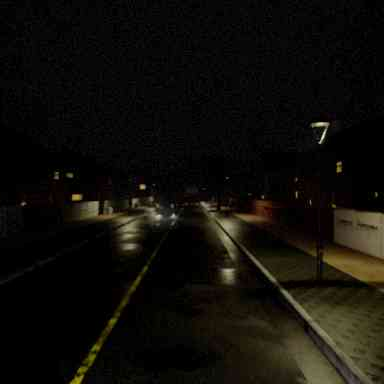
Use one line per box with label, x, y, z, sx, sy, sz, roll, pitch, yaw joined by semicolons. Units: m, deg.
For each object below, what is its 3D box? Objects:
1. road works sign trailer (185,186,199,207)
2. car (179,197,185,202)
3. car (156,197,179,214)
road works sign trailer;-0.016;0.749;57.562;2.380;3.560;2.880;0;0;0
car;-2.773;1.853;79.254;1.882;1.535;5.008;0;-1;0
car;-2.853;1.486;37.476;2.097;1.767;4.553;0;0;0
